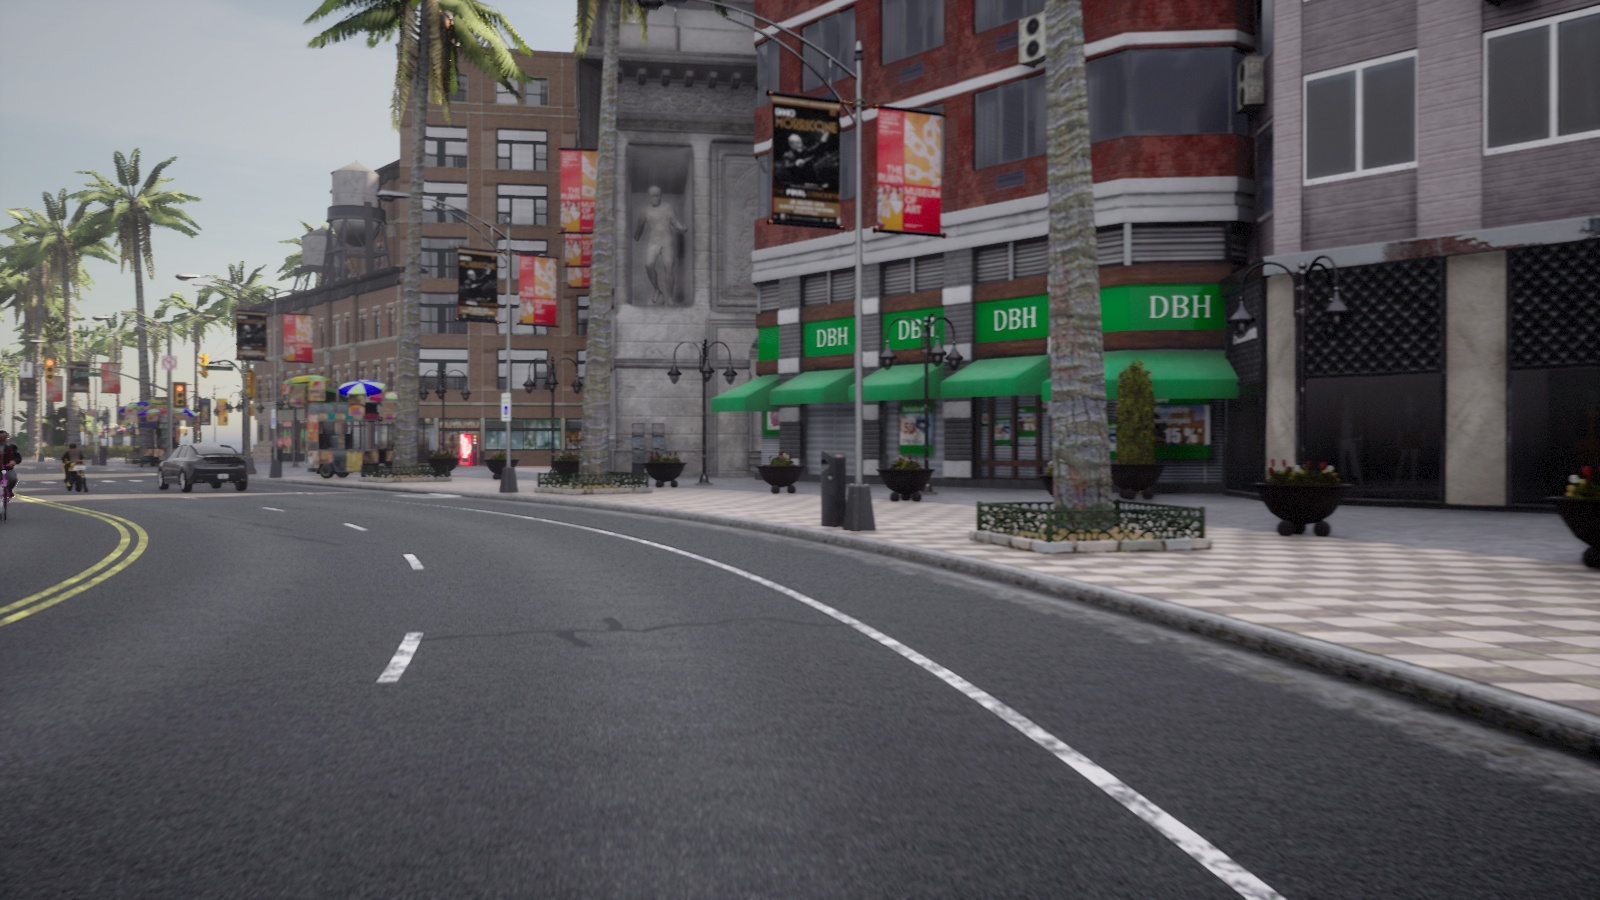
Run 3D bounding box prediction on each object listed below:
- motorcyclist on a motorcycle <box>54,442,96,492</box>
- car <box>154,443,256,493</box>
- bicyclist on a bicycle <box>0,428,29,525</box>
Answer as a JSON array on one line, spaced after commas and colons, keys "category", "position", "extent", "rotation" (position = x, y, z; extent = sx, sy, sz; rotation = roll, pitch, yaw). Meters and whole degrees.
[{"category": "motorcyclist on a motorcycle", "position": [-22.383, 0.509, 38.764], "extent": [0.797, 1.523, 2.044], "rotation": [0, 0, -40]}, {"category": "car", "position": [-19.133, 0.523, 40.262], "extent": [1.837, 1.490, 4.892], "rotation": [0, 0, -39]}, {"category": "bicyclist on a bicycle", "position": [-15.097, 0.482, 23.840], "extent": [0.659, 1.776, 1.843], "rotation": [-1, 0, -35]}]
